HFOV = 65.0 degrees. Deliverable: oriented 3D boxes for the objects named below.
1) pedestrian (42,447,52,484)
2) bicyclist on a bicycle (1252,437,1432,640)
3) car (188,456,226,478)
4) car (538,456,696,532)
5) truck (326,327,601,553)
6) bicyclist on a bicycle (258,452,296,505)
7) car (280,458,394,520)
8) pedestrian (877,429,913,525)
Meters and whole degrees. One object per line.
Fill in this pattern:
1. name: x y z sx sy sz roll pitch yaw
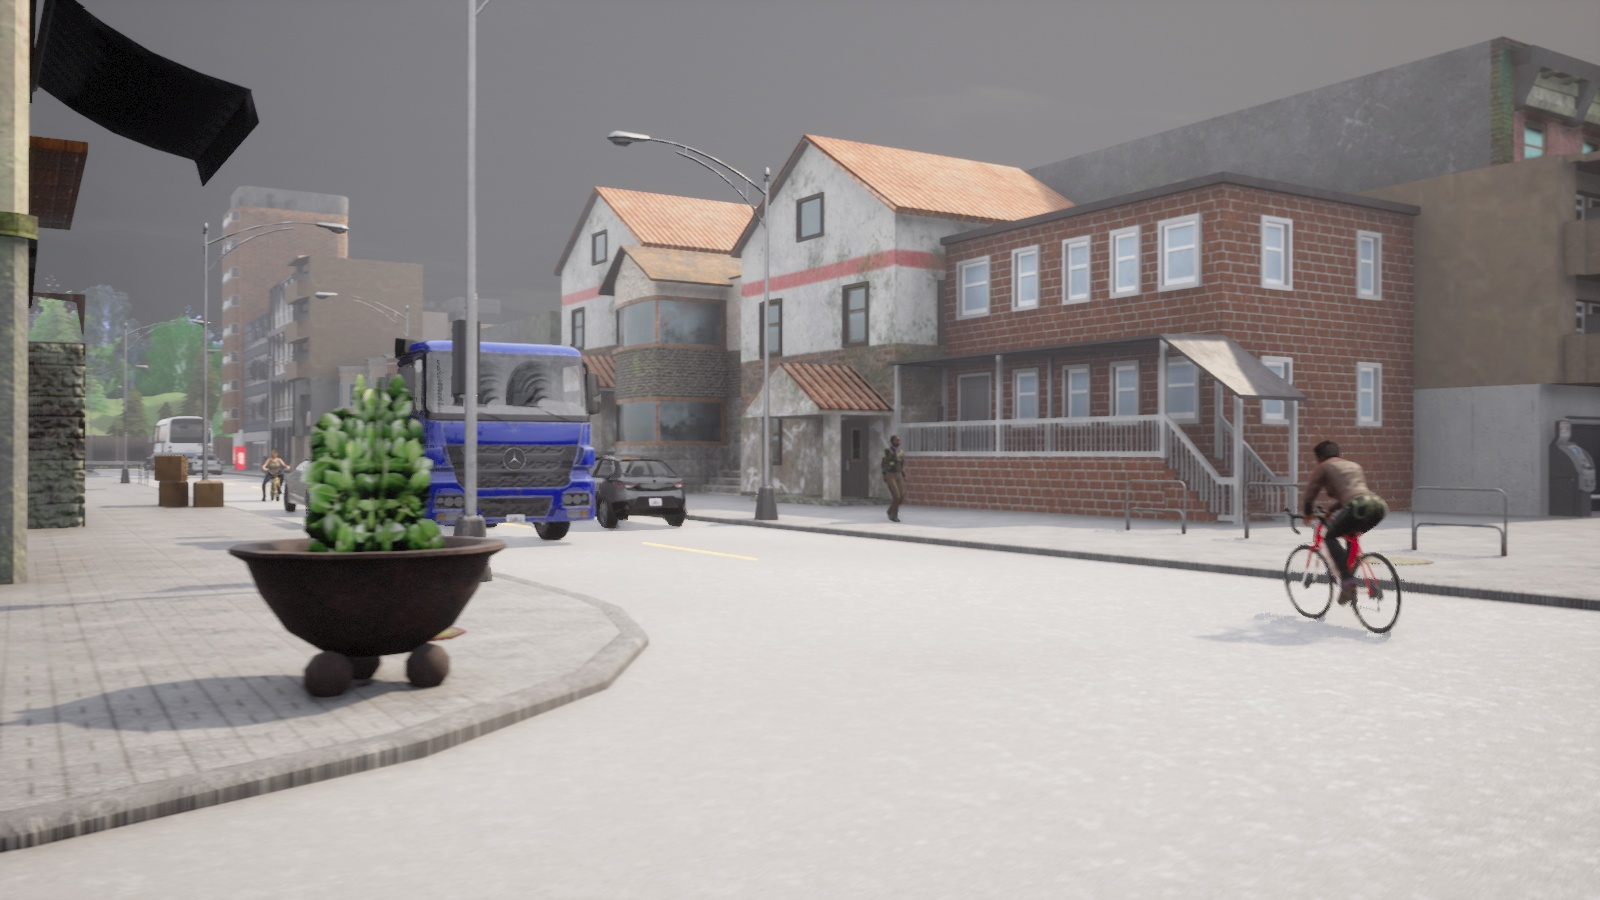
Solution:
1. pedestrian: -38.915 0.796 64.905 0.396 1.930 0.692 0 0 -33
2. bicyclist on a bicycle: 4.688 0.722 10.992 0.582 1.620 1.656 -1 0 -11
3. car: -40.751 1.141 86.247 1.970 1.475 3.806 0 0 -32
4. car: -3.990 0.865 26.814 1.816 1.474 4.193 0 0 -32
5. truck: -6.553 -0.134 23.375 2.891 3.462 7.936 0 0 -31
6. bicyclist on a bicycle: -16.309 0.870 39.126 0.866 1.612 1.509 0 0 -32
7. car: -11.825 0.920 31.879 1.812 1.442 4.674 0 0 -32
8. pedestrian: 1.930 0.539 25.557 0.395 1.930 0.692 0 0 -35
